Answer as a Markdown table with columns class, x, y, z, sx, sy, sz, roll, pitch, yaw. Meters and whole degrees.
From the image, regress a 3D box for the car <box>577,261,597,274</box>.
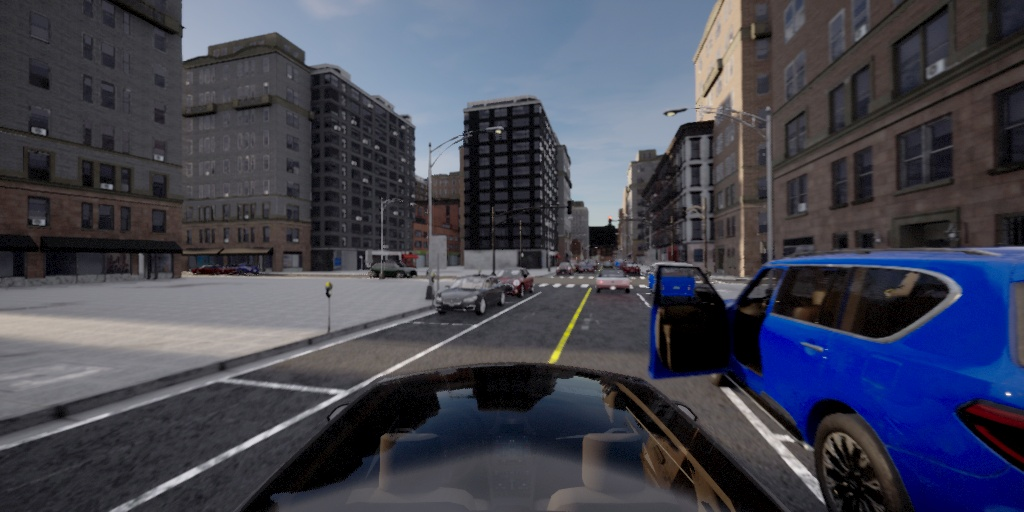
| class | x | y | z | sx | sy | sz | roll | pitch | yaw |
| --- | --- | --- | --- | --- | --- | --- | --- | --- | --- |
| car | 10.036 | 1.671 | 48.121 | 1.994 | 1.385 | 4.181 | -1 | -1 | 15 |

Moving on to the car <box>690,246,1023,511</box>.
| class | x | y | z | sx | sy | sz | roll | pitch | yaw |
| --- | --- | --- | --- | --- | --- | --- | --- | --- | --- |
| car | 3.676 | 0.965 | 3.639 | 2.150 | 2.045 | 5.566 | -1 | -1 | 15 |

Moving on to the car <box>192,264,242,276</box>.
| class | x | y | z | sx | sy | sz | roll | pitch | yaw |
| --- | --- | --- | --- | --- | --- | --- | --- | --- | --- |
| car | -34.103 | 1.707 | 41.232 | 4.718 | 1.301 | 1.895 | 0 | 0 | 15 |

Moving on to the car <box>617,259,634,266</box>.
| class | x | y | z | sx | sy | sz | roll | pitch | yaw |
| --- | --- | --- | --- | --- | --- | --- | --- | --- | --- |
| car | 15.900 | 1.389 | 48.872 | 2.192 | 1.841 | 5.009 | 0 | 0 | 15 |

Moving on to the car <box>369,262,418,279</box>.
| class | x | y | z | sx | sy | sz | roll | pitch | yaw |
| --- | --- | --- | --- | --- | --- | --- | --- | --- | --- |
| car | -11.649 | 1.383 | 35.354 | 4.553 | 1.767 | 2.097 | 0 | 0 | 15 |

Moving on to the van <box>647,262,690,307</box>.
| class | x | y | z | sx | sy | sz | roll | pitch | yaw |
| --- | --- | --- | --- | --- | --- | --- | --- | --- | --- |
| van | 7.728 | 1.186 | 17.634 | 1.690 | 1.789 | 3.998 | 0 | 0 | 15 |

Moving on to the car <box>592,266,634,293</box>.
| class | x | y | z | sx | sy | sz | roll | pitch | yaw |
| --- | --- | --- | --- | --- | --- | --- | --- | --- | --- |
| car | 6.131 | 1.496 | 21.973 | 1.895 | 1.301 | 4.718 | -1 | -1 | 15 |

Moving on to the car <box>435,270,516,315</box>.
| class | x | y | z | sx | sy | sz | roll | pitch | yaw |
| --- | --- | --- | --- | --- | --- | --- | --- | --- | --- |
| car | -1.473 | 1.426 | 14.170 | 2.007 | 1.370 | 4.403 | 0 | 0 | 15 |

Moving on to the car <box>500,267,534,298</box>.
| class | x | y | z | sx | sy | sz | roll | pitch | yaw |
| --- | --- | --- | --- | --- | --- | --- | --- | --- | --- |
| car | -0.036 | 1.356 | 19.665 | 1.967 | 1.591 | 4.097 | 0 | 0 | 15 |

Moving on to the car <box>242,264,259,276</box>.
| class | x | y | z | sx | sy | sz | roll | pitch | yaw |
| --- | --- | --- | --- | --- | --- | --- | --- | --- | --- |
| car | -33.396 | 1.653 | 44.068 | 4.674 | 1.442 | 1.812 | 0 | 0 | 15 |

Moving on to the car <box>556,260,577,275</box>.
| class | x | y | z | sx | sy | sz | roll | pitch | yaw |
| --- | --- | --- | --- | --- | --- | --- | --- | --- | --- |
| car | 6.767 | 1.546 | 45.669 | 1.967 | 1.591 | 4.097 | 0 | 0 | 15 |

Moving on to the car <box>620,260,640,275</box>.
| class | x | y | z | sx | sy | sz | roll | pitch | yaw |
| --- | --- | --- | --- | --- | --- | --- | --- | --- | --- |
| car | 14.531 | 1.581 | 43.639 | 1.888 | 1.381 | 4.507 | 0 | 0 | 15 |
